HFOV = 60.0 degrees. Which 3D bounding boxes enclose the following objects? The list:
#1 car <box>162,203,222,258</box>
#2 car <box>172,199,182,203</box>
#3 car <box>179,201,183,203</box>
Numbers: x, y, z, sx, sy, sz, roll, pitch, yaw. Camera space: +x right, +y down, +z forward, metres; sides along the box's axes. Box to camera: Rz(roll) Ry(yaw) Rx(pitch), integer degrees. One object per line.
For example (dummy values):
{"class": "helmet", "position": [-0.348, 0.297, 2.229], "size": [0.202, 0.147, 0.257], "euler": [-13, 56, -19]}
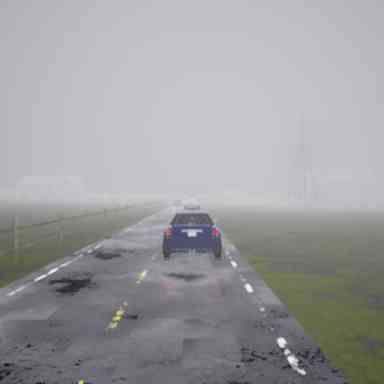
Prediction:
{"class": "car", "position": [0.020, 1.488, 13.440], "size": [2.097, 1.767, 4.553], "euler": [0, -1, 0]}
{"class": "car", "position": [-2.762, 2.186, 65.031], "size": [1.837, 1.490, 4.892], "euler": [0, 0, 1]}
{"class": "car", "position": [0.021, 1.800, 28.508], "size": [1.837, 1.490, 4.892], "euler": [0, 0, 0]}
